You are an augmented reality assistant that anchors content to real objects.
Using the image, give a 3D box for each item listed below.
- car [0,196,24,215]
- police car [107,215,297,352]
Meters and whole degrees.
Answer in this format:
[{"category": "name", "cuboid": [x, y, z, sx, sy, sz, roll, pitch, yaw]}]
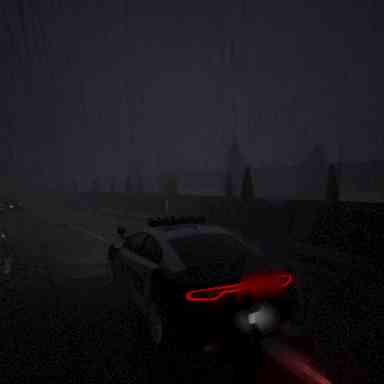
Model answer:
[{"category": "car", "cuboid": [-16.184, 1.171, 29.292, 1.994, 1.385, 4.181, -2, 2, -36]}, {"category": "police car", "cuboid": [-0.334, 1.278, 6.356, 1.930, 1.638, 5.238, -2, 1, -25]}]
